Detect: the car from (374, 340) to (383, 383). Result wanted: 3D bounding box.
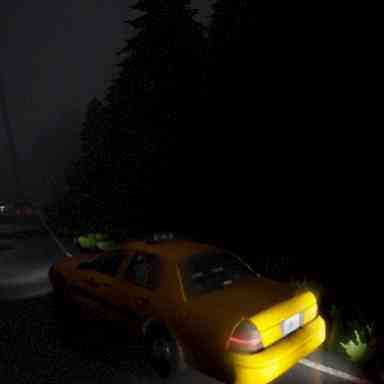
[{"bbox_3d":[3.682,1.542,1.868,4.674,1.442,1.812,1,0,34],"label":"car"}]

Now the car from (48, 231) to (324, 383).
[{"bbox_3d":[-0.676,1.431,5.544,1.801,1.575,5.366,-1,1,-44],"label":"car"}]

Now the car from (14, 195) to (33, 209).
[{"bbox_3d":[-20.628,1.180,40.733,2.128,1.511,4.902,-2,1,-25],"label":"car"}]

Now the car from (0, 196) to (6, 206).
[{"bbox_3d":[-27.511,1.293,47.270,2.033,1.411,5.357,-2,1,-26],"label":"car"}]
